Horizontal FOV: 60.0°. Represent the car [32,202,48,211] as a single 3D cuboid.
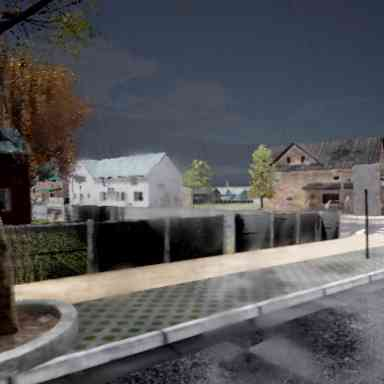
[{"bbox_3d":[-21.286,2.057,45.047,4.181,1.385,1.994,-1,2,38],"label":"car"}]
